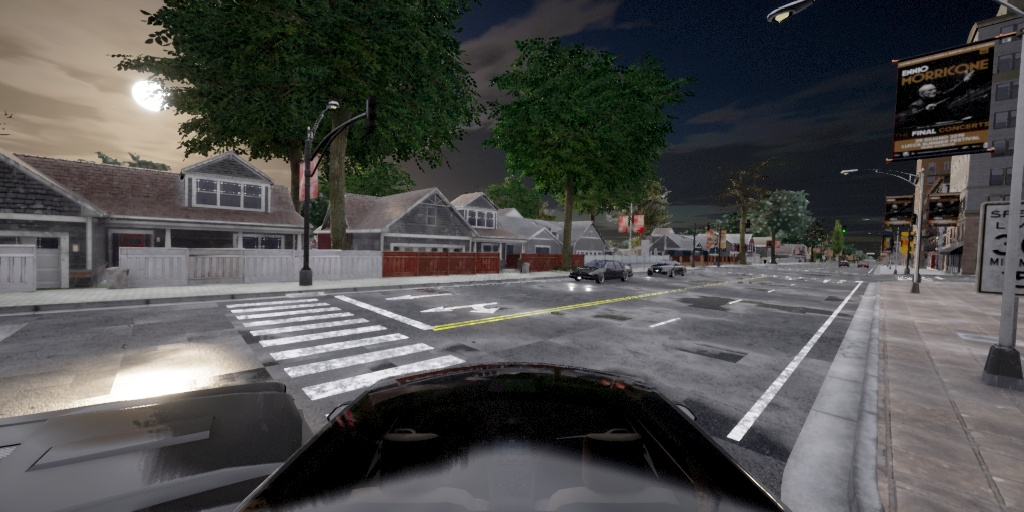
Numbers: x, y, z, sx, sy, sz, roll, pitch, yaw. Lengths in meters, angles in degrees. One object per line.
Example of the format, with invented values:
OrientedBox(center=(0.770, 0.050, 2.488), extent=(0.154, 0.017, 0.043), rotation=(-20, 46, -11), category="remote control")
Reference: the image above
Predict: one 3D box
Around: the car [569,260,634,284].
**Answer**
OrientedBox(center=(5.964, 0.945, 23.374), extent=(5.357, 1.411, 2.033), rotation=(0, 2, -44), category="car")

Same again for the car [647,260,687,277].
OrientedBox(center=(13.135, 1.013, 30.325), extent=(4.181, 1.385, 1.994), rotation=(0, 2, -45), category="car")

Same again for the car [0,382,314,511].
OrientedBox(center=(-3.307, 1.295, 1.232), extent=(4.718, 1.301, 1.895), rotation=(1, 2, -34), category="car")
